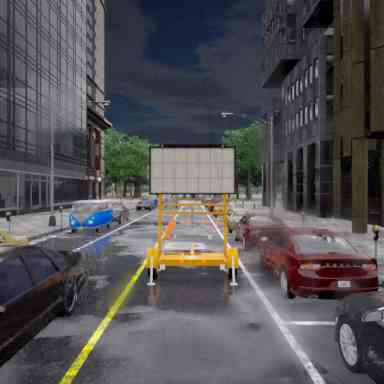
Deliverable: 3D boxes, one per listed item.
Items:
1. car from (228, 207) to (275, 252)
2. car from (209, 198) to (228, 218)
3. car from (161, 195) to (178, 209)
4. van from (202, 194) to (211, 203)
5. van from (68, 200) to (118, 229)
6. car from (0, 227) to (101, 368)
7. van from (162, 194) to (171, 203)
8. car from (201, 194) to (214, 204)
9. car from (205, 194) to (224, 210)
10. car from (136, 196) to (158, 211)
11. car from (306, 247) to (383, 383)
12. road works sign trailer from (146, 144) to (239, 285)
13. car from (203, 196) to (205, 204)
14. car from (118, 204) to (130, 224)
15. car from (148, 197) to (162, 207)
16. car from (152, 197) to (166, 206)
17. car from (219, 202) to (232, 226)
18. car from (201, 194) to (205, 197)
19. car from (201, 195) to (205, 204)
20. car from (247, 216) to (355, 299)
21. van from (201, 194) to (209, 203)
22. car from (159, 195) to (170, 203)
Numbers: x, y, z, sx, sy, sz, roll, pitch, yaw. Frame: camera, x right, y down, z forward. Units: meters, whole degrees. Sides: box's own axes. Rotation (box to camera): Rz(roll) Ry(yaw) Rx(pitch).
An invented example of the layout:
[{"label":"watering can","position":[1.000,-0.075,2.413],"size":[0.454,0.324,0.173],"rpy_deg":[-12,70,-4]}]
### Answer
[{"label":"car","position":[2.784,1.545,13.725],"size":[1.887,1.381,4.507],"rpy_deg":[0,0,0]},{"label":"car","position":[2.810,1.529,30.207],"size":[1.752,1.417,4.829],"rpy_deg":[0,0,0]},{"label":"car","position":[-2.927,1.500,45.445],"size":[2.128,1.511,4.902],"rpy_deg":[0,0,0]},{"label":"van","position":[2.870,1.363,68.100],"size":[1.690,1.788,3.998],"rpy_deg":[0,0,0]},{"label":"van","position":[-5.733,1.342,19.176],"size":[1.690,1.788,3.998],"rpy_deg":[0,0,0]},{"label":"car","position":[-3.093,1.547,4.734],"size":[2.033,1.411,5.357],"rpy_deg":[0,0,0]},{"label":"van","position":[-5.647,1.367,73.552],"size":[1.690,1.788,3.998],"rpy_deg":[0,0,0]},{"label":"car","position":[2.861,1.333,62.663],"size":[2.192,1.841,5.009],"rpy_deg":[0,0,0]},{"label":"car","position":[2.818,1.320,35.475],"size":[2.192,1.841,5.009],"rpy_deg":[0,0,0]},{"label":"car","position":[-5.698,1.573,40.926],"size":[1.947,1.339,4.313],"rpy_deg":[0,0,0]},{"label":"car","position":[2.767,1.551,2.849],"size":[2.008,1.369,4.403],"rpy_deg":[0,0,0]},{"label":"road works sign trailer","position":[0.015,0.465,9.434],"size":[2.380,3.560,2.880],"rpy_deg":[0,0,0]},{"label":"car","position":[2.836,1.535,46.520],"size":[1.752,1.417,4.829],"rpy_deg":[0,0,0]},{"label":"car","position":[-5.724,1.553,24.614],"size":[2.008,1.369,4.403],"rpy_deg":[0,0,0]},{"label":"car","position":[-5.681,1.537,51.632],"size":[1.752,1.417,4.829],"rpy_deg":[0,0,0]},{"label":"car","position":[-5.672,1.581,57.239],"size":[1.947,1.339,4.313],"rpy_deg":[0,0,0]},{"label":"car","position":[2.793,1.527,19.332],"size":[1.752,1.417,4.829],"rpy_deg":[0,0,0]},{"label":"car","position":[2.853,1.455,57.225],"size":[1.967,1.590,4.097],"rpy_deg":[0,0,0]},{"label":"car","position":[2.844,1.557,51.788],"size":[1.887,1.381,4.507],"rpy_deg":[0,0,0]},{"label":"car","position":[2.776,1.545,8.287],"size":[1.887,1.381,4.507],"rpy_deg":[0,0,0]},{"label":"van","position":[2.879,1.367,73.538],"size":[1.690,1.788,3.998],"rpy_deg":[0,0,0]},{"label":"car","position":[-5.655,1.462,68.114],"size":[1.967,1.590,4.097],"rpy_deg":[0,0,0]}]
